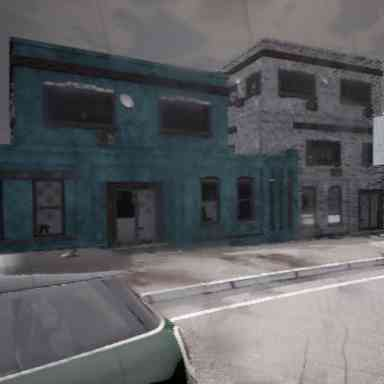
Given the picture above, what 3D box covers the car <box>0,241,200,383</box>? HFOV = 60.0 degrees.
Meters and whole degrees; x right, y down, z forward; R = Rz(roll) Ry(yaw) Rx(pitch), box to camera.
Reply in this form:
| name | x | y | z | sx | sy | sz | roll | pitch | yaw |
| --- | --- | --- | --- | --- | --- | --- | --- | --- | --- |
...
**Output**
| name | x | y | z | sx | sy | sz | roll | pitch | yaw |
| --- | --- | --- | --- | --- | --- | --- | --- | --- | --- |
| car | -2.202 | 1.318 | 2.144 | 4.553 | 1.767 | 2.097 | 0 | 1 | -34 |
